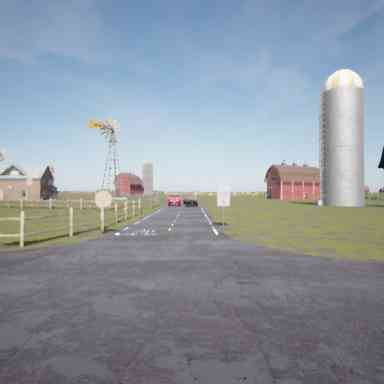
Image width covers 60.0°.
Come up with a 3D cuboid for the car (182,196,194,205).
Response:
[{"bbox_3d":[-0.748,1.620,64.064,1.882,1.535,5.008,0,0,-6],"label":"car"}]

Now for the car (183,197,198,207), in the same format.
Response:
[{"bbox_3d":[-0.080,1.608,53.955,1.882,1.535,5.008,0,0,-2],"label":"car"}]

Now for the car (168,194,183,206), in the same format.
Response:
[{"bbox_3d":[-3.018,1.356,58.022,2.150,2.045,5.566,0,0,-2],"label":"car"}]
